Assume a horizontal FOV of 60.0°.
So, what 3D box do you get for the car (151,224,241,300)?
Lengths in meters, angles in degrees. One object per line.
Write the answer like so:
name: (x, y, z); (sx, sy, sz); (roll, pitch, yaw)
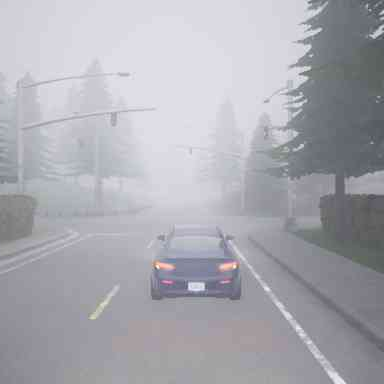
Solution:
car: (0.084, 1.526, 8.248); (1.812, 1.442, 4.674); (0, 0, 0)
